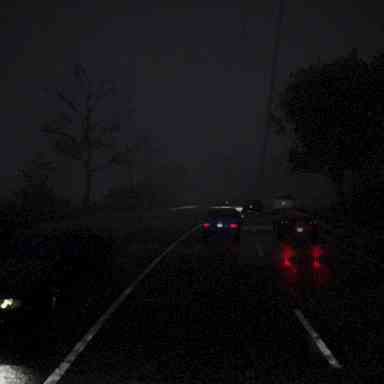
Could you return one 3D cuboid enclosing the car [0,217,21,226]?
[{"bbox_3d":[-6.495,1.461,9.470,2.128,1.511,4.902,0,0,6],"label":"car"}]

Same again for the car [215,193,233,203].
[{"bbox_3d":[5.487,1.159,52.474,2.150,2.045,5.566,0,0,26],"label":"car"}]

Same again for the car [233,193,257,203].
[{"bbox_3d":[8.506,1.180,50.668,2.150,2.045,5.566,0,0,26],"label":"car"}]

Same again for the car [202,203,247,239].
[{"bbox_3d":[1.652,1.530,17.227,2.033,1.411,5.357,0,0,9],"label":"car"}]

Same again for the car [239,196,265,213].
[{"bbox_3d":[7.013,1.537,37.621,1.994,1.385,4.181,0,0,19],"label":"car"}]

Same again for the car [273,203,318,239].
[{"bbox_3d":[5.283,1.520,17.390,1.812,1.442,4.674,0,0,9],"label":"car"}]

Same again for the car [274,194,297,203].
[{"bbox_3d":[10.119,1.211,36.064,2.150,2.045,5.566,0,0,19],"label":"car"}]

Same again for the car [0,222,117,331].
[{"bbox_3d":[-3.219,1.529,7.422,2.033,1.411,5.357,0,0,4],"label":"car"}]
